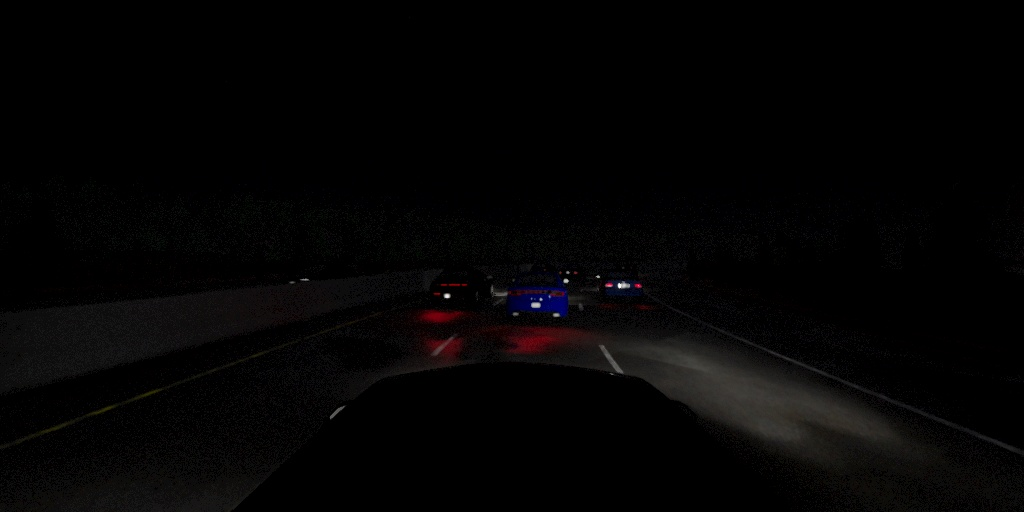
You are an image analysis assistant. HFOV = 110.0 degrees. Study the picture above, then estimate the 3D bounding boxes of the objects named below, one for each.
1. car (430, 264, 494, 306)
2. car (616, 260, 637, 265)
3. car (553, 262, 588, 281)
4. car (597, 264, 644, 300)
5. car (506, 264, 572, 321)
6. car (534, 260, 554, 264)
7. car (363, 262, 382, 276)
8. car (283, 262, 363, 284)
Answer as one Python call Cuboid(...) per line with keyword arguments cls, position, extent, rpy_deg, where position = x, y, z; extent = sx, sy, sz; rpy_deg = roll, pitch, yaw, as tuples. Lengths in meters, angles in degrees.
Cuboid(cls="car", position=(-2.063, 1.262, 15.899), extent=(1.837, 1.490, 4.892), rpy_deg=(0, 0, 9))
Cuboid(cls="car", position=(11.732, 1.212, 36.996), extent=(2.097, 1.767, 4.553), rpy_deg=(0, 0, 24))
Cuboid(cls="car", position=(5.251, 1.369, 30.612), extent=(2.033, 1.411, 5.357), rpy_deg=(0, 0, 20))
Cuboid(cls="car", position=(5.350, 1.336, 17.989), extent=(2.033, 1.411, 5.357), rpy_deg=(0, 0, 12))
Cuboid(cls="car", position=(0.963, 1.236, 12.616), extent=(1.882, 1.535, 5.008), rpy_deg=(0, 0, 7))
Cuboid(cls="car", position=(3.004, 1.357, 34.397), extent=(1.812, 1.442, 4.674), rpy_deg=(0, 0, 21))
Cuboid(cls="car", position=(-13.180, 1.274, 30.736), extent=(1.837, 1.490, 4.892), rpy_deg=(0, 0, 17))
Cuboid(cls="car", position=(-11.724, 1.244, 22.232), extent=(1.837, 1.490, 4.892), rpy_deg=(0, 0, 12))
